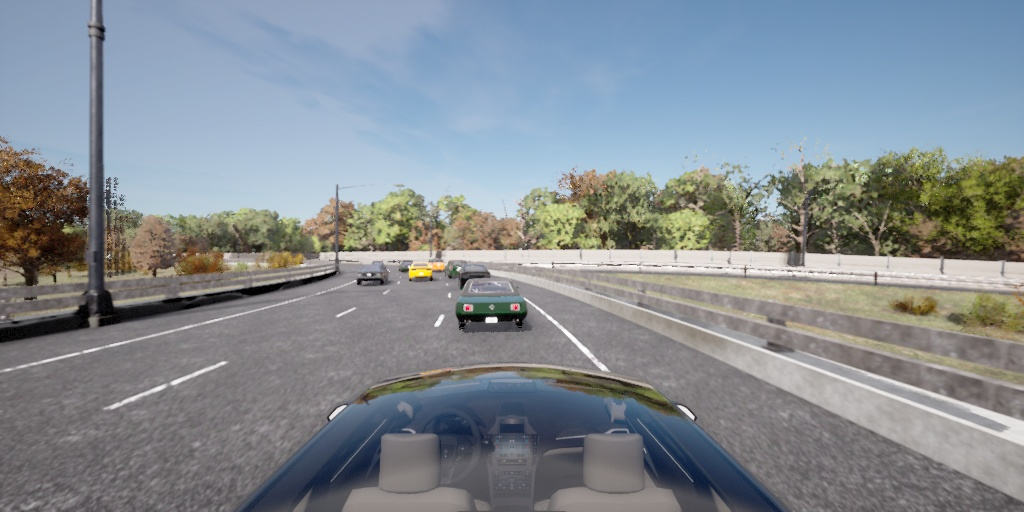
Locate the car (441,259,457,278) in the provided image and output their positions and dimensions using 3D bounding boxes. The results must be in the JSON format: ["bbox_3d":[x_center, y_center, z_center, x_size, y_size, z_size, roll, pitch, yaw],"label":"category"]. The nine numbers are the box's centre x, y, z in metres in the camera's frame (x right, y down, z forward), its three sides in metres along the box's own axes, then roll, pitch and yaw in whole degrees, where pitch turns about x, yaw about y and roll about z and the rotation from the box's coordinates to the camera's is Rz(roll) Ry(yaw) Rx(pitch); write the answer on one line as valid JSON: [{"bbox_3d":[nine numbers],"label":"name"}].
[{"bbox_3d":[-5.282,1.145,34.241,2.097,1.767,4.553,0,0,-16],"label":"car"}]

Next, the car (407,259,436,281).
[{"bbox_3d":[-7.965,1.270,31.145,1.882,1.535,5.008,0,0,-16],"label":"car"}]

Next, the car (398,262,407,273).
[{"bbox_3d":[-13.281,1.379,45.553,1.994,1.385,4.181,0,0,-23],"label":"car"}]

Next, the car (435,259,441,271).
[{"bbox_3d":[-9.956,1.165,46.621,2.097,1.767,4.553,0,0,-23],"label":"car"}]

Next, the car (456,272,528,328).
[{"bbox_3d":[-0.724,1.363,11.456,1.895,1.301,4.718,0,0,-5],"label":"car"}]

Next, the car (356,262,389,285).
[{"bbox_3d":[-10.399,1.338,26.966,2.033,1.411,5.357,0,0,-14],"label":"car"}]

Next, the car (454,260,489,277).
[{"bbox_3d":[-2.511,1.255,23.160,1.882,1.535,5.008,0,0,-11],"label":"car"}]
